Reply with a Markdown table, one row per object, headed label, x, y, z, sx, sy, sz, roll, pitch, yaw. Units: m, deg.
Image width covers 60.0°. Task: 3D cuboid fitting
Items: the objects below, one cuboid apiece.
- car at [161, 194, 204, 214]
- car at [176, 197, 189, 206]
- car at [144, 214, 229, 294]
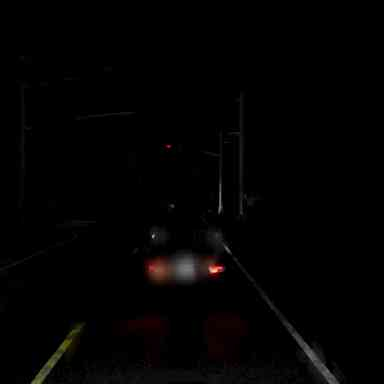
| label | x | y | z | sx | sy | sz | roll | pitch | yaw |
| --- | --- | --- | --- | --- | --- | --- | --- | --- | --- |
| car | -0.658 | 1.218 | 28.148 | 2.150 | 2.045 | 5.566 | 2 | 0 | 20 |
| car | -1.599 | 1.546 | 56.009 | 2.033 | 1.411 | 5.357 | 0 | 0 | -2 |
| car | -0.167 | 1.547 | 8.918 | 2.033 | 1.411 | 5.357 | 0 | 0 | -1 |
